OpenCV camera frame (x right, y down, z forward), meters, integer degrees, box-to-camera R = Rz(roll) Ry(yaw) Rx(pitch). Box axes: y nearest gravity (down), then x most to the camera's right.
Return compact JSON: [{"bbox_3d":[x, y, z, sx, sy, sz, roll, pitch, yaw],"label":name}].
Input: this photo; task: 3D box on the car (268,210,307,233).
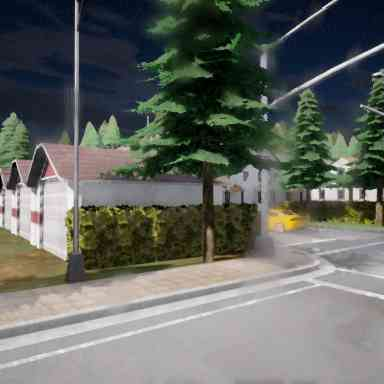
[{"bbox_3d":[5.751,2.011,23.778,1.882,1.535,5.008,0,-1,-36],"label":"car"}]
